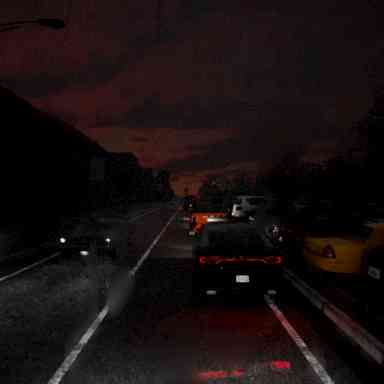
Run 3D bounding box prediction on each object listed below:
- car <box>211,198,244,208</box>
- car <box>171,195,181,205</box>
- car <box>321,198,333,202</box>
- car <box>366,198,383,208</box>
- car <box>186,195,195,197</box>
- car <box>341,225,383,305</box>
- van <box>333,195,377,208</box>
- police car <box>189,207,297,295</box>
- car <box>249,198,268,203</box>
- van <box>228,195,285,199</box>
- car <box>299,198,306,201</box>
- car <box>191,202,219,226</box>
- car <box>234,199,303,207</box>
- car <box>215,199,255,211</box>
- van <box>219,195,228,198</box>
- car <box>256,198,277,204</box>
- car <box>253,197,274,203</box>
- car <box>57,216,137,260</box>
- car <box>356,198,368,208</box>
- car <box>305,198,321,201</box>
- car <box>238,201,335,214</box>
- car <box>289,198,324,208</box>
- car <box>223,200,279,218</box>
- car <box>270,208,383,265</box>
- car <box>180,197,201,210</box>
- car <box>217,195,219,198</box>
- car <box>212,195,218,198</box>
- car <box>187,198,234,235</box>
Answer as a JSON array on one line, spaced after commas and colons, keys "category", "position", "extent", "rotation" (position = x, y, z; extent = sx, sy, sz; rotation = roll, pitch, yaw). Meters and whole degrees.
[{"category": "car", "position": [5.394, 1.680, 50.892], "extent": [4.892, 1.521, 2.231], "rotation": [0, -1, 0]}, {"category": "car", "position": [-3.541, 1.750, 74.221], "extent": [2.150, 2.045, 5.566], "rotation": [0, -1, 0]}, {"category": "car", "position": [18.490, 1.467, 39.776], "extent": [4.553, 1.767, 2.185], "rotation": [0, 0, 0]}, {"category": "car", "position": [18.387, 1.541, 28.638], "extent": [5.366, 1.575, 1.946], "rotation": [0, 0, 0]}, {"category": "car", "position": [-0.233, 1.554, 60.292], "extent": [2.150, 2.045, 5.566], "rotation": [0, -1, 0]}, {"category": "car", "position": [5.642, 1.508, 6.048], "extent": [4.792, 1.488, 2.163], "rotation": [0, 0, 0]}, {"category": "van", "position": [18.649, 1.352, 36.997], "extent": [4.442, 1.987, 1.878], "rotation": [0, 0, 0]}, {"category": "police car", "position": [0.944, 1.437, 8.864], "extent": [1.930, 1.638, 5.238], "rotation": [0, 0, 0]}, {"category": "car", "position": [18.344, 2.266, 91.878], "extent": [4.674, 1.452, 2.002], "rotation": [0, -1, 0]}, {"category": "van", "position": [5.610, 1.317, 28.472], "extent": [4.442, 1.987, 1.878], "rotation": [0, 0, 0]}, {"category": "car", "position": [18.495, 1.651, 48.131], "extent": [5.008, 1.535, 2.097], "rotation": [0, -1, 0]}, {"category": "car", "position": [0.881, 1.566, 24.783], "extent": [1.837, 1.490, 4.892], "rotation": [0, 0, 0]}, {"category": "car", "position": [5.503, 1.531, 25.667], "extent": [5.008, 1.535, 2.097], "rotation": [0, 0, 0]}, {"category": "car", "position": [5.436, 1.609, 42.487], "extent": [4.892, 1.521, 2.231], "rotation": [0, 0, 0]}, {"category": "van", "position": [5.350, 1.340, 34.078], "extent": [4.442, 1.987, 1.878], "rotation": [0, 0, 0]}, {"category": "car", "position": [18.377, 2.133, 82.181], "extent": [4.674, 1.452, 2.002], "rotation": [0, -1, 0]}, {"category": "car", "position": [18.374, 2.136, 85.330], "extent": [5.008, 1.535, 2.097], "rotation": [0, -1, 0]}, {"category": "car", "position": [-3.396, 1.620, 12.709], "extent": [1.895, 1.301, 4.718], "rotation": [0, 0, 0]}, {"category": "car", "position": [18.557, 1.595, 31.423], "extent": [4.674, 1.452, 2.002], "rotation": [0, 0, 0]}, {"category": "car", "position": [18.502, 1.669, 45.344], "extent": [4.674, 1.452, 2.002], "rotation": [0, 0, 0]}, {"category": "car", "position": [5.534, 1.509, 20.056], "extent": [4.892, 1.521, 2.231], "rotation": [0, 0, 0]}, {"category": "car", "position": [18.466, 1.708, 53.699], "extent": [5.008, 1.535, 2.097], "rotation": [0, -1, 0]}, {"category": "car", "position": [5.474, 1.556, 31.273], "extent": [4.892, 1.521, 2.231], "rotation": [0, 0, 0]}, {"category": "car", "position": [5.578, 1.484, 11.651], "extent": [5.008, 1.535, 2.097], "rotation": [0, 0, 0]}, {"category": "car", "position": [-0.145, 1.715, 44.830], "extent": [1.994, 1.385, 4.181], "rotation": [0, 0, 1]}, {"category": "car", "position": [5.422, 1.452, 36.882], "extent": [4.553, 1.767, 2.185], "rotation": [0, 0, 0]}, {"category": "car", "position": [5.470, 1.341, 39.683], "extent": [5.566, 2.045, 2.435], "rotation": [0, 0, 0]}, {"category": "car", "position": [0.905, 1.388, 18.745], "extent": [2.097, 1.767, 4.553], "rotation": [0, 0, 0]}]
